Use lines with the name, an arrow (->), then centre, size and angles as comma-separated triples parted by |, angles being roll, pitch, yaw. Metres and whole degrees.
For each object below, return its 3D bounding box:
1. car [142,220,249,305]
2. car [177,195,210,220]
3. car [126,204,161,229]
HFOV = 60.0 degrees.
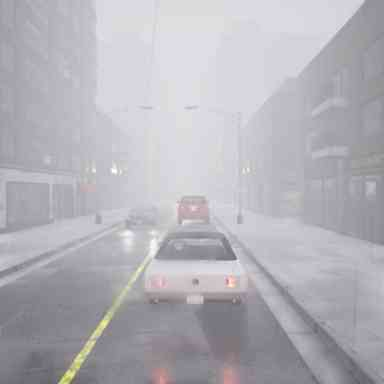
car -> 0.093, 1.598, 8.037 | 1.895, 1.301, 4.718 | 0, 0, 1
car -> 0.092, 1.216, 24.172 | 2.150, 2.045, 5.566 | 0, 0, 0
car -> -3.095, 1.520, 21.833 | 1.812, 1.442, 4.674 | 0, 0, 0
